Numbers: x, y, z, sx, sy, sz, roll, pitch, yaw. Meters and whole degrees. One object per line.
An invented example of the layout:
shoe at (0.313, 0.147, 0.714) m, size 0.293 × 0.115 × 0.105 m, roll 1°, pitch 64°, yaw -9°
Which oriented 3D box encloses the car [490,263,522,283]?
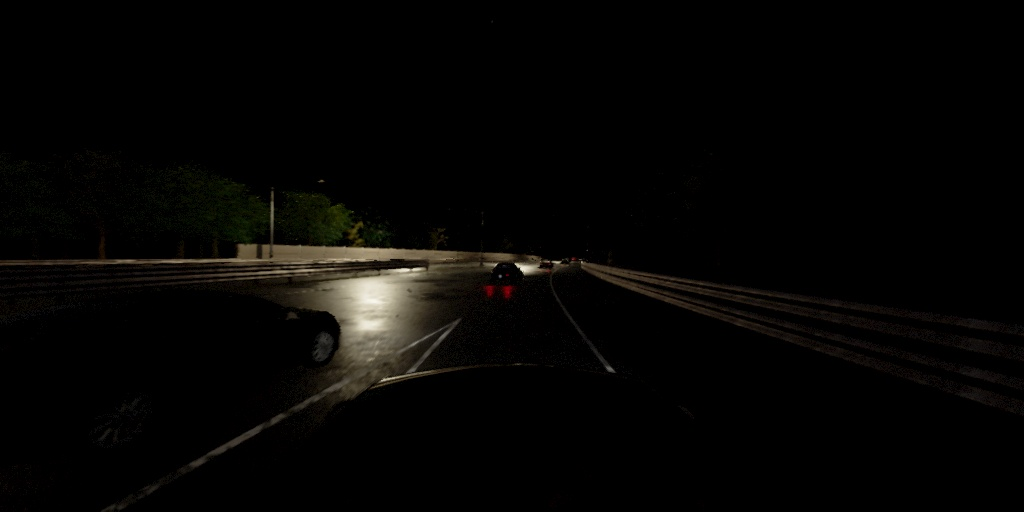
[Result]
car at (-0.399, 1.241, 27.397) m, size 1.812 × 1.442 × 4.674 m, roll 1°, pitch 0°, yaw 11°

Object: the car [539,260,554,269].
car at (5.446, 1.314, 55.584) m, size 1.895 × 1.301 × 4.718 m, roll 1°, pitch 0°, yaw 12°

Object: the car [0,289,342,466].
car at (-4.478, 1.215, 5.046) m, size 1.837 × 1.490 × 4.892 m, roll 1°, pitch 0°, yaw 10°
